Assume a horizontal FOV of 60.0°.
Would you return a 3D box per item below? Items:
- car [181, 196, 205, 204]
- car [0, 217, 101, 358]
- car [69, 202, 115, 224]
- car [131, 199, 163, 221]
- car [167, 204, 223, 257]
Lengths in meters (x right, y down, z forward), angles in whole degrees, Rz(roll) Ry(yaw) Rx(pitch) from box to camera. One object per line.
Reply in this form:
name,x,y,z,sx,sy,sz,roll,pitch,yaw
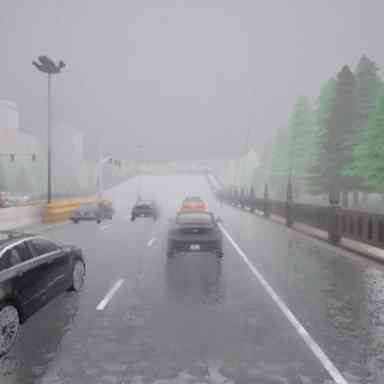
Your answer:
car,0.102,1.160,29.784,2.097,1.767,4.553,0,0,0
car,-3.402,1.452,5.873,2.128,1.511,4.902,0,0,0
car,-6.894,1.395,23.416,2.033,1.411,5.357,0,0,0
car,-3.398,1.340,25.285,1.837,1.490,4.892,0,0,0
car,0.101,1.424,12.537,1.837,1.490,4.892,0,0,0
